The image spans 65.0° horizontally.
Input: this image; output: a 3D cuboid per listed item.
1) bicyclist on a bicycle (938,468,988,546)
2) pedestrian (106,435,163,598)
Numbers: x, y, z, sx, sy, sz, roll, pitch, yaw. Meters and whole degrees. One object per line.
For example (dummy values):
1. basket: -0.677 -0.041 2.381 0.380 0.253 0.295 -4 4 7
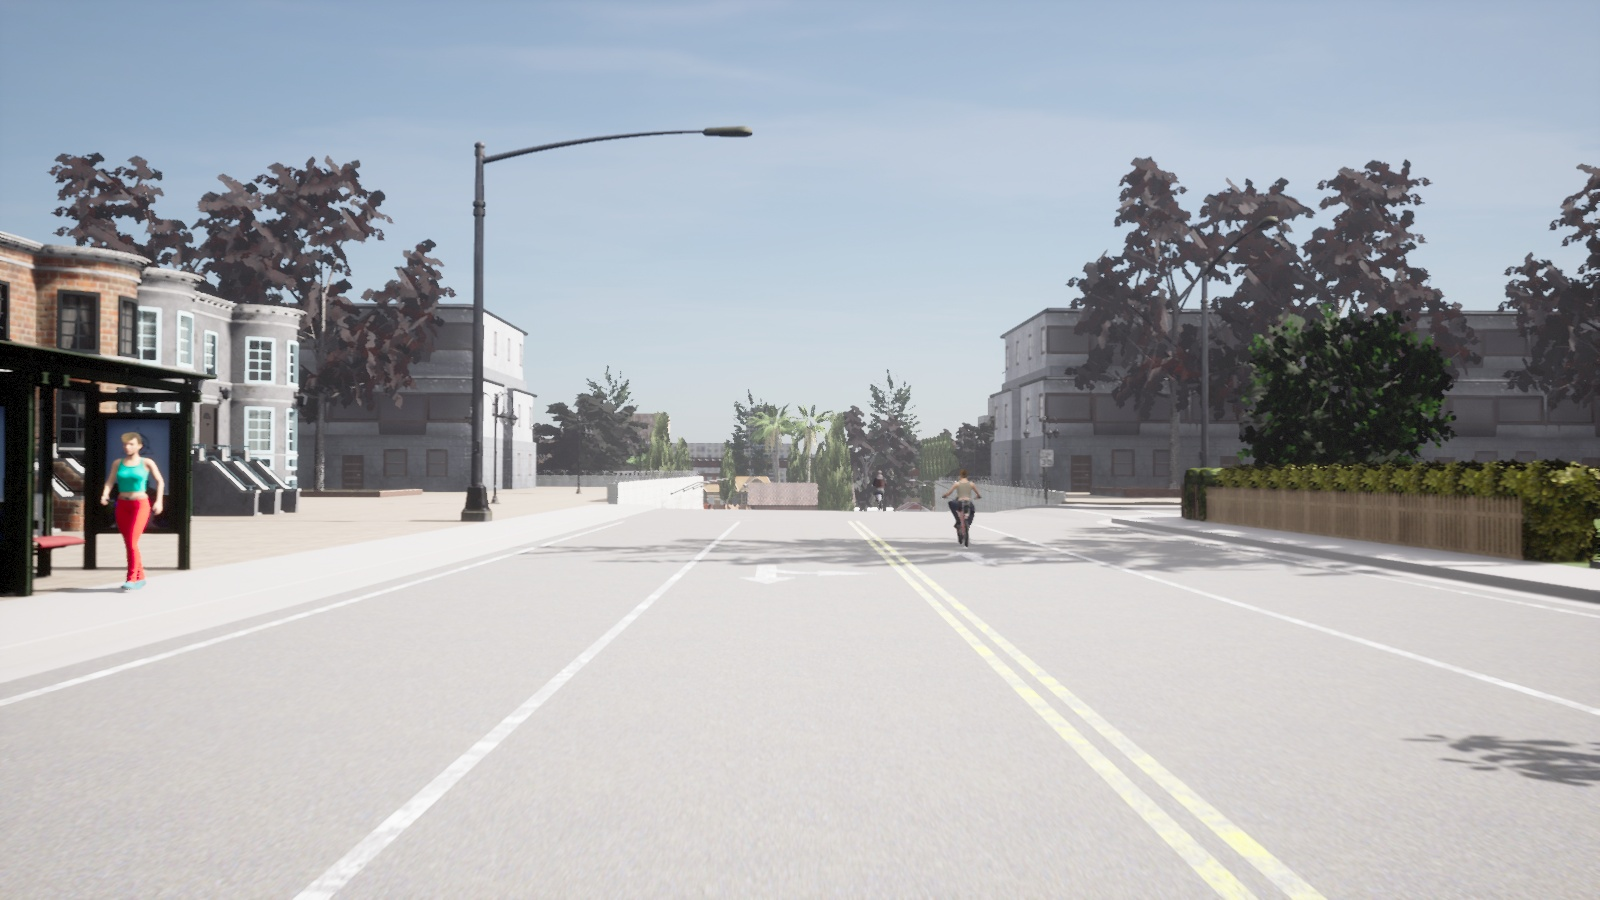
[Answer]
1. bicyclist on a bicycle: 3.439 1.183 26.604 0.866 1.612 1.509 0 -1 0
2. pedestrian: -7.633 0.749 14.425 0.345 1.836 0.594 0 -1 -2
